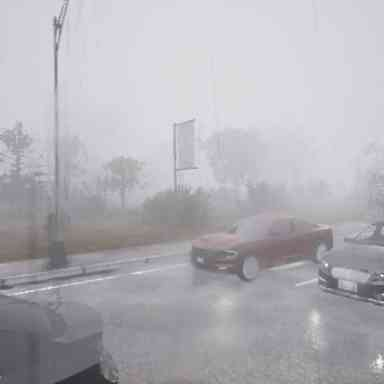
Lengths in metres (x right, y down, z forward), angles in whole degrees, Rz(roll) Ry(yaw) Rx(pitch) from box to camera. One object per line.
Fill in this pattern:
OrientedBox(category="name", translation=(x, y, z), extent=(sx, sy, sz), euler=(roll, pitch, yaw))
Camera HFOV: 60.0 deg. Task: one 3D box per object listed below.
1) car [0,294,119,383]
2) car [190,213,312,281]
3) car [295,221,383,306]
OrientedBox(category="car", translation=(-2.877, 1.543, 1.902), extent=(4.892, 1.490, 1.837), euler=(-1, 0, -36))
OrientedBox(category="car", translation=(2.230, 1.438, 9.977), extent=(5.008, 1.535, 1.882), euler=(-1, 0, -36))
OrientedBox(category="car", translation=(4.828, 1.422, 7.541), extent=(4.902, 1.511, 2.128), euler=(-1, 0, -36))
